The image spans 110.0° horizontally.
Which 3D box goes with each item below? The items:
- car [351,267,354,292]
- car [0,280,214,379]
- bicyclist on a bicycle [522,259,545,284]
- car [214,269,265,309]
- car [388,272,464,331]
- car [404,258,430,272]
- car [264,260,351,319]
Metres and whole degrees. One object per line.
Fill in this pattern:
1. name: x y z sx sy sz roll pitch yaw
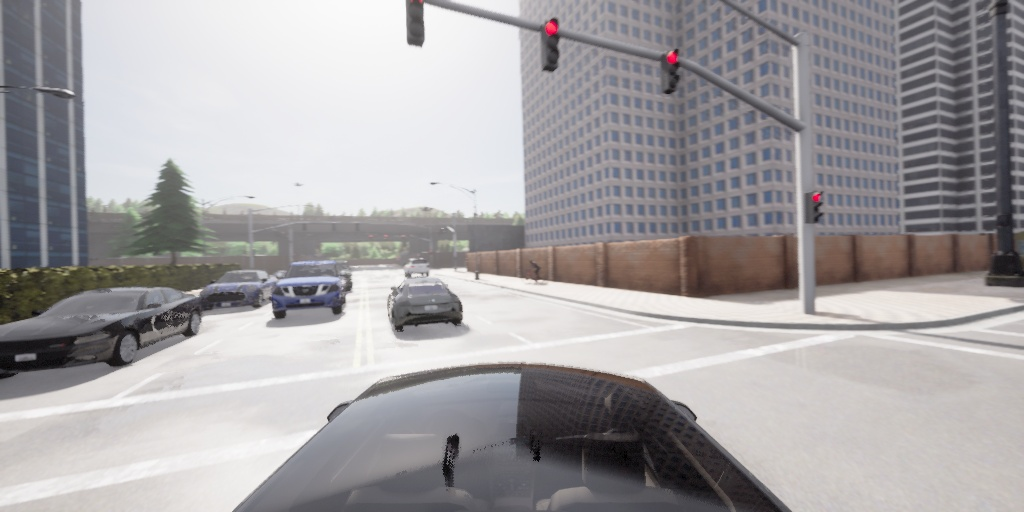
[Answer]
1. car: -11.930 1.316 24.191 2.150 2.045 5.566 -2 0 -22
2. car: -9.278 1.493 8.459 1.882 1.535 5.008 -2 0 -22
3. bicyclist on a bicycle: 1.397 1.015 23.228 1.656 1.620 0.582 -2 0 -22
4. car: -12.781 1.469 17.025 2.097 1.767 4.553 -2 0 -22
5. car: -2.919 1.399 11.641 1.994 1.385 4.181 -2 0 -21
6. car: -10.406 1.276 39.174 2.150 2.045 5.566 -2 0 -22
7. car: -8.066 1.204 14.722 2.150 2.045 5.566 -2 0 -22
